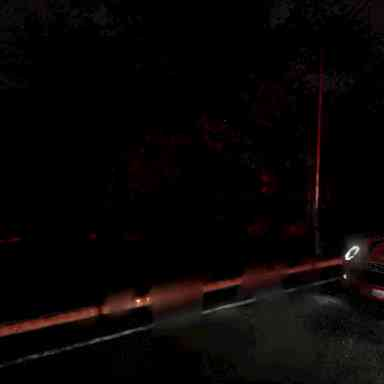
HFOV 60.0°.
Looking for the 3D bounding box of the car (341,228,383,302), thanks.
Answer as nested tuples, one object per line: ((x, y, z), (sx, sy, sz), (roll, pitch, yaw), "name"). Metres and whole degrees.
((5.342, 1.224, 7.200), (4.553, 1.767, 2.097), (-1, 1, -31), "car")
